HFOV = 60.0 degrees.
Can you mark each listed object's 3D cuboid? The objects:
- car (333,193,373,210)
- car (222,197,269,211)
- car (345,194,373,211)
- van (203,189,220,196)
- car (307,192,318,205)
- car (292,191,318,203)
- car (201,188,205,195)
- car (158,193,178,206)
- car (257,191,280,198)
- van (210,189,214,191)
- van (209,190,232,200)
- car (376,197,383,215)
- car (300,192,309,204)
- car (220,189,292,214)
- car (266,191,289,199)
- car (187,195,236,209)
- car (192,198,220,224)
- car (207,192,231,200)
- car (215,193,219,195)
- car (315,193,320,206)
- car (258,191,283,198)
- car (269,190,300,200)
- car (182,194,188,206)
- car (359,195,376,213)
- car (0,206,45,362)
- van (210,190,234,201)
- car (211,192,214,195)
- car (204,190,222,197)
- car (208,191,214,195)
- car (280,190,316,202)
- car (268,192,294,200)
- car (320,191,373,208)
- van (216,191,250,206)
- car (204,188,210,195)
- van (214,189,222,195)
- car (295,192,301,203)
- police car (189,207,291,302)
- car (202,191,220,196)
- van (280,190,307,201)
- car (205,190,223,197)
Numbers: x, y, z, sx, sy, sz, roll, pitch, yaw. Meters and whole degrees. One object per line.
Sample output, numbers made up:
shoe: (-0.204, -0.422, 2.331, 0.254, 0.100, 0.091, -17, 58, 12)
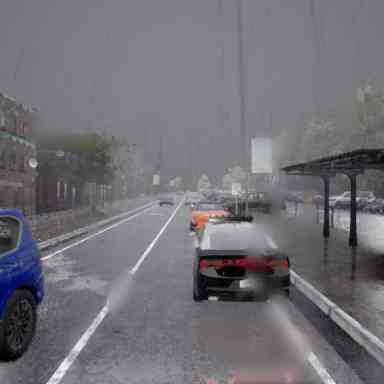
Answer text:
car: (18.739, 1.226, 36.516, 5.008, 1.535, 2.097, 0, 1, 0)
car: (5.660, 1.273, 35.658, 4.674, 1.452, 2.002, 0, 1, 0)
car: (18.749, 1.251, 33.740, 5.008, 1.535, 2.097, 0, 1, 0)
van: (5.352, 0.186, 91.722, 4.442, 1.987, 1.878, 0, 1, 0)
car: (18.701, 1.149, 44.844, 5.008, 1.535, 2.097, 0, 1, 0)
car: (18.707, 1.080, 53.176, 4.792, 1.488, 2.163, 0, 1, 0)
car: (5.487, 0.397, 77.707, 5.566, 2.045, 2.435, 0, 1, 0)
car: (-3.439, 1.179, 45.312, 2.033, 1.411, 5.357, 0, 1, 0)
car: (18.590, 0.596, 80.930, 4.892, 1.521, 2.231, 0, 1, 0)
van: (5.698, 0.752, 58.090, 4.442, 1.987, 1.878, 0, 1, 0)
van: (5.670, 0.611, 66.497, 4.442, 1.987, 1.878, 0, 1, 0)
car: (18.791, 1.330, 28.190, 4.792, 1.488, 2.163, 0, 1, 0)
car: (18.881, 1.116, 47.621, 5.366, 1.575, 1.946, 0, 1, 0)
car: (5.648, 1.032, 30.048, 5.566, 2.045, 2.435, 0, 1, 0)
car: (18.644, 0.610, 72.602, 4.553, 1.767, 2.185, 0, 1, 0)
car: (0.938, 1.254, 18.297, 2.097, 1.767, 4.553, 0, 1, 0)
car: (0.926, 1.303, 24.526, 1.801, 1.575, 5.366, 0, 1, 0)
car: (5.538, 0.790, 69.303, 4.892, 1.521, 2.231, 0, 1, 0)
car: (5.633, 1.182, 41.264, 5.008, 1.535, 2.097, 0, 1, 0)
car: (18.709, 1.177, 42.066, 4.892, 1.521, 2.231, 0, 1, 0)
car: (18.409, 0.639, 78.153, 5.366, 1.575, 1.946, 0, 1, 0)
car: (18.660, 0.577, 67.048, 5.566, 2.045, 2.435, 0, 1, 0)
car: (-0.058, 1.214, 46.852, 1.895, 1.301, 4.718, 0, 1, 1)
car: (18.759, 1.277, 30.964, 4.892, 1.521, 2.231, 0, 1, 0)
car: (-3.355, 1.217, 2.960, 2.150, 2.045, 5.566, 0, 0, 0)
van: (5.679, 0.658, 63.694, 4.442, 1.987, 1.878, 0, 1, 0)
car: (5.639, 1.125, 49.676, 4.792, 1.488, 2.163, 0, 1, 0)
car: (5.456, 0.381, 86.118, 4.553, 1.767, 2.185, 0, 1, 0)
car: (5.597, 1.020, 55.286, 4.892, 1.521, 2.231, 0, 1, 0)
car: (18.688, 0.717, 58.723, 5.566, 2.045, 2.435, 0, 1, 0)
car: (18.593, 0.811, 69.828, 4.792, 1.488, 2.163, 0, 1, 0)
car: (18.696, 0.950, 39.289, 5.566, 2.045, 2.435, 0, 1, 0)
van: (5.736, 0.900, 46.870, 4.442, 1.987, 1.878, 0, 1, 0)
car: (5.544, 0.680, 60.889, 5.566, 2.045, 2.435, 0, 1, 0)
van: (5.512, 0.930, 44.068, 4.442, 1.987, 1.878, 0, 1, 0)
car: (18.658, 1.118, 50.393, 4.792, 1.488, 2.163, 0, 1, 0)
police car: (0.959, 1.401, 8.428, 1.930, 1.638, 5.238, 0, 0, 0)
car: (5.454, 0.365, 94.529, 5.008, 1.535, 2.097, 0, 1, 0)
van: (18.767, 0.696, 61.499, 4.442, 1.987, 1.878, 0, 1, 0)
car: (5.466, 0.428, 83.315, 4.553, 1.767, 2.185, 0, 1, 0)
